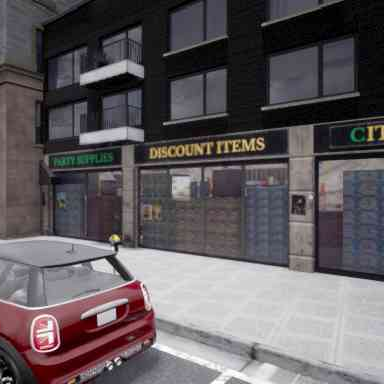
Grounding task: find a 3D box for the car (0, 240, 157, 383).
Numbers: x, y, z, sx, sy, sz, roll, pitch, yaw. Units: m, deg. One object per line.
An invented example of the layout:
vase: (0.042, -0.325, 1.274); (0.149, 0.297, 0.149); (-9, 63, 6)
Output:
car: (-2.542, 1.440, 4.894); (4.097, 1.590, 1.967); (0, 0, 36)
